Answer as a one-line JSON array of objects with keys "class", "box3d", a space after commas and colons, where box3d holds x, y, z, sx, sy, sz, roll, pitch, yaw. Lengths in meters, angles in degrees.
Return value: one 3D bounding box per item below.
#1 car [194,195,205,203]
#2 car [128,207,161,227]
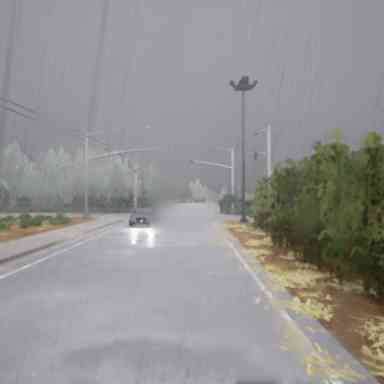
[{"class": "car", "box3d": [1.879, 1.709, 81.800, 2.150, 2.045, 5.566, 0, -3, 8]}, {"class": "car", "box3d": [-3.445, 1.845, 24.954, 1.994, 1.385, 4.181, 0, -1, 1]}]
